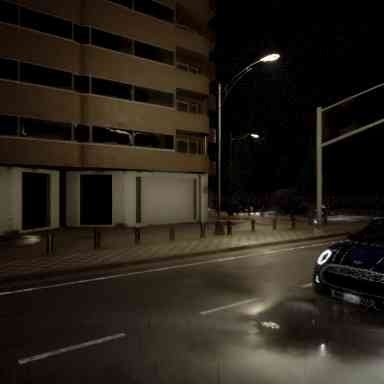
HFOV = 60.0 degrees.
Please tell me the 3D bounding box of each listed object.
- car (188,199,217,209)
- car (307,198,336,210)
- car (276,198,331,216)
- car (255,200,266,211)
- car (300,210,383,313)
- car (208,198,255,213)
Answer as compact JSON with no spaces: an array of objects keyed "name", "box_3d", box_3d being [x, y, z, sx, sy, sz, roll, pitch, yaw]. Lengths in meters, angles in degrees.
[{"name":"car","box_3d":[1.472,1.656,48.691,1.895,1.301,4.718,0,0,-36]},{"name":"car","box_3d":[12.192,1.407,33.819,2.097,1.767,4.553,0,0,-36]},{"name":"car","box_3d":[10.013,1.581,30.886,1.812,1.442,4.674,0,0,-37]},{"name":"car","box_3d":[6.946,1.560,41.091,1.837,1.490,4.892,0,0,-36]},{"name":"car","box_3d":[4.744,1.352,7.374,4.553,1.767,2.097,0,0,-35]},{"name":"car","box_3d":[4.388,1.603,38.653,2.033,1.411,5.357,0,0,-36]}]
